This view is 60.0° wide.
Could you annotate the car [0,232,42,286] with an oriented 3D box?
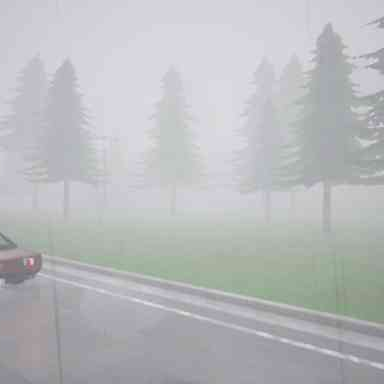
[{"bbox_3d":[-5.766,1.557,8.087,4.718,1.301,1.895,0,0,35],"label":"car"}]
